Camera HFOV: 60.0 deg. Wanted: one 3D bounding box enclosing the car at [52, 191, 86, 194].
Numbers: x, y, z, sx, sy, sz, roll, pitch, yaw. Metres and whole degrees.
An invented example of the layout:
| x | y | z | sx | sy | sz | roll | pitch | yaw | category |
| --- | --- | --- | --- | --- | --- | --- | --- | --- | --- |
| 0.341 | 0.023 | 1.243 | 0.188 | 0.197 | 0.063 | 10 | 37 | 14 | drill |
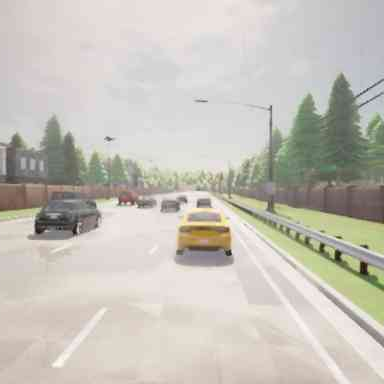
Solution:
| x | y | z | sx | sy | sz | roll | pitch | yaw | category |
| --- | --- | --- | --- | --- | --- | --- | --- | --- | --- |
| -9.543 | 0.928 | 26.857 | 2.150 | 2.045 | 5.566 | 1 | 0 | 2 | car |

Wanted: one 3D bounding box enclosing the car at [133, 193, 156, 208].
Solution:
| x | y | z | sx | sy | sz | roll | pitch | yaw | category |
| --- | --- | --- | --- | --- | --- | --- | --- | --- | --- |
| -5.528 | 1.193 | 41.407 | 2.033 | 1.411 | 5.357 | 1 | 0 | 1 | car |

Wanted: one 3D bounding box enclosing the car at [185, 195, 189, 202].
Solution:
| x | y | z | sx | sy | sz | roll | pitch | yaw | category |
| --- | --- | --- | --- | --- | --- | --- | --- | --- | --- |
| -1.636 | 1.110 | 54.788 | 1.812 | 1.442 | 4.674 | 1 | 1 | 2 | car |

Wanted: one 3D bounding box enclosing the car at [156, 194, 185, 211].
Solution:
| x | y | z | sx | sy | sz | roll | pitch | yaw | category |
| --- | --- | --- | --- | --- | --- | --- | --- | --- | --- |
| -2.220 | 1.208 | 35.814 | 2.128 | 1.511 | 4.902 | 1 | 0 | 2 | car |

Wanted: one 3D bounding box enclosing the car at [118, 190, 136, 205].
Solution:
| x | y | z | sx | sy | sz | roll | pitch | yaw | category |
| --- | --- | --- | --- | --- | --- | --- | --- | --- | --- |
| -8.899 | 0.795 | 47.227 | 2.150 | 2.045 | 5.566 | 1 | 1 | 2 | car |

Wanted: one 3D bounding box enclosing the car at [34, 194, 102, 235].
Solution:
| x | y | z | sx | sy | sz | roll | pitch | yaw | category |
| --- | --- | --- | --- | --- | --- | --- | --- | --- | --- |
| -6.373 | 1.162 | 17.635 | 2.097 | 1.767 | 4.553 | 1 | 0 | 2 | car |

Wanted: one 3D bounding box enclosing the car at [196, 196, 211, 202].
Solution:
| x | y | z | sx | sy | sz | roll | pitch | yaw | category |
| --- | --- | --- | --- | --- | --- | --- | --- | --- | --- |
| 1.518 | 1.196 | 42.406 | 2.128 | 1.511 | 4.902 | 1 | 0 | 2 | car |

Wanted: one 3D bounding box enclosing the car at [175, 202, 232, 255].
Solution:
| x | y | z | sx | sy | sz | roll | pitch | yaw | category |
| --- | --- | --- | --- | --- | --- | --- | --- | --- | --- |
| 0.473 | 1.386 | 13.049 | 1.882 | 1.535 | 5.008 | 1 | 0 | 2 | car |
